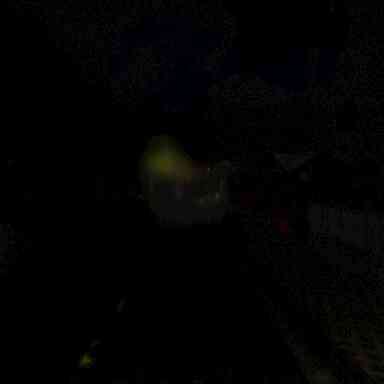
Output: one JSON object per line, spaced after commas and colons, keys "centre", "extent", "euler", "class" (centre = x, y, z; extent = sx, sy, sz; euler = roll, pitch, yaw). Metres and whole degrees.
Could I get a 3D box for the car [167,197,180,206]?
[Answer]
{"centre": [-2.771, 1.474, 50.895], "extent": [1.895, 1.301, 4.718], "euler": [0, 0, 0], "class": "car"}
